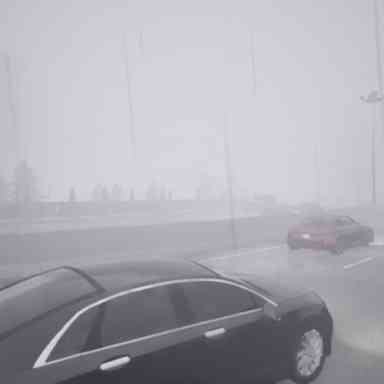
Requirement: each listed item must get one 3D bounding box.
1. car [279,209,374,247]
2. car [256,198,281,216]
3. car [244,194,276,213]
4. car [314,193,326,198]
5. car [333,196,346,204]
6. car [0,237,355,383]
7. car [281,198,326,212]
[{"bbox_3d":[5.587,1.559,13.297,4.181,1.385,1.994,0,0,-42],"label":"car"},{"bbox_3d":[8.279,1.610,32.189,1.994,1.385,4.181,-1,0,37],"label":"car"},{"bbox_3d":[7.871,1.299,37.509,2.150,2.045,5.566,0,-1,34],"label":"car"},{"bbox_3d":[26.599,1.323,69.044,2.150,2.045,5.566,-1,0,22],"label":"car"},{"bbox_3d":[28.443,1.557,64.172,1.837,1.490,4.892,-1,0,22],"label":"car"},{"bbox_3d":[-0.338,1.513,3.746,4.892,1.490,1.837,0,0,-36],"label":"car"},{"bbox_3d":[9.783,1.512,28.383,2.128,1.511,4.902,0,0,38],"label":"car"}]
